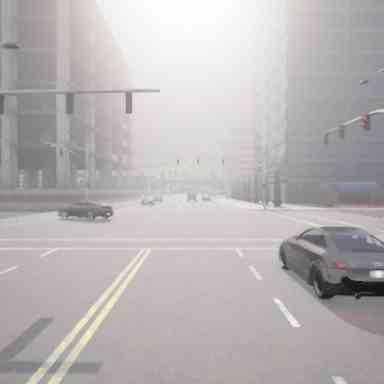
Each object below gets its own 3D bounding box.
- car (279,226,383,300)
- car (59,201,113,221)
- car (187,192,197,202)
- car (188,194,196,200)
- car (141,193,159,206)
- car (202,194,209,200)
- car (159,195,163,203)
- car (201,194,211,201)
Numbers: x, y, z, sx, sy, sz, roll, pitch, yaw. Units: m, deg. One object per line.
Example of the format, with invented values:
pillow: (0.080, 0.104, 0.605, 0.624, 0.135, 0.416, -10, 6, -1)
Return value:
car: (3.589, 1.552, 8.399, 1.994, 1.385, 4.181, 0, 0, 0)
car: (-8.695, 1.470, 27.111, 4.892, 1.490, 1.837, 0, -2, 27)
car: (-0.005, 1.127, 76.590, 2.150, 2.045, 5.566, 0, 0, 0)
car: (-0.005, 1.325, 87.212, 2.033, 1.411, 5.357, 0, 0, 0)
car: (-7.062, 1.423, 54.077, 2.128, 1.511, 4.902, 0, 0, 0)
car: (3.495, 1.285, 87.212, 1.837, 1.490, 4.892, 0, 0, 0)
car: (-7.004, 1.412, 69.163, 1.837, 1.490, 4.892, 0, 0, 0)
car: (3.495, 1.425, 77.170, 1.812, 1.442, 4.674, 0, 0, 0)
